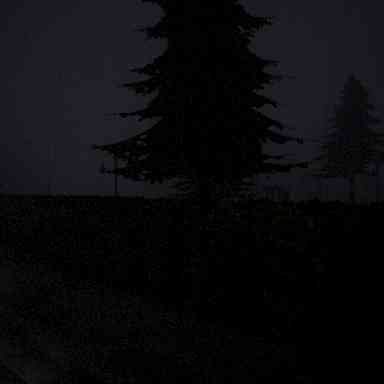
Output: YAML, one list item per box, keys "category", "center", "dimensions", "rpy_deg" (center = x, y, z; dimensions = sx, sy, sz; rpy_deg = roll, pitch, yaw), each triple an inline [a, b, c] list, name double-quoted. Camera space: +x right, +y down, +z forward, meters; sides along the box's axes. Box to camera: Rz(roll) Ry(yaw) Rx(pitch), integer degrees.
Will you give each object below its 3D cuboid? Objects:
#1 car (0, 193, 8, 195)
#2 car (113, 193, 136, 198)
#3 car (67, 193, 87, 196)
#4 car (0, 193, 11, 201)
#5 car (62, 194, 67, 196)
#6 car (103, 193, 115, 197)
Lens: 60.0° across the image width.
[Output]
- category: "car"
  center: [-23.730, 1.330, 41.297]
  dimensions: [5.027, 1.636, 2.152]
  rpy_deg: [0, 0, -45]
- category: "car"
  center: [-10.326, 1.384, 54.287]
  dimensions: [3.806, 1.475, 1.970]
  rpy_deg: [0, 0, -45]
- category: "car"
  center: [-27.195, 1.154, 81.607]
  dimensions: [5.027, 1.636, 2.152]
  rpy_deg: [0, 0, -45]
- category: "car"
  center: [-41.785, 1.097, 71.648]
  dimensions: [4.605, 1.855, 1.932]
  rpy_deg: [0, 0, -45]
- category: "car"
  center: [-31.928, 1.232, 85.953]
  dimensions: [3.806, 1.475, 1.970]
  rpy_deg: [0, 0, -45]
- category: "car"
  center: [-15.887, 1.097, 70.708]
  dimensions: [4.605, 1.855, 1.932]
  rpy_deg: [0, 0, -45]
